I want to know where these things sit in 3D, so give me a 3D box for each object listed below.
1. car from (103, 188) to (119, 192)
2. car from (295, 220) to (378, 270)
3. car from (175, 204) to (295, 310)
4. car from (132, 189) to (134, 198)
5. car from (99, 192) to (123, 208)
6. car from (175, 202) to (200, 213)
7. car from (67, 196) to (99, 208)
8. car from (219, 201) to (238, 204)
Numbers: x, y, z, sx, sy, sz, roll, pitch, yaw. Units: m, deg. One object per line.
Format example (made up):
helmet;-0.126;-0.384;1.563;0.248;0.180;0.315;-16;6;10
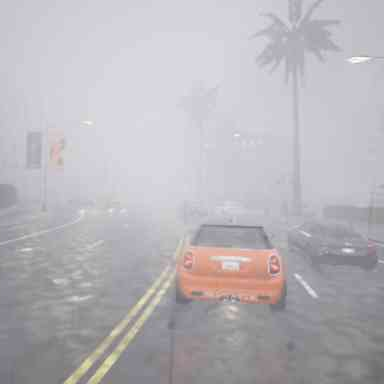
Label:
car;-18.413;0.518;79.338;4.553;1.767;2.185;2;0;31
car;4.684;1.676;11.697;1.994;1.385;4.181;2;0;4
car;0.931;1.360;8.150;2.097;1.767;4.553;2;0;6
car;-14.563;0.769;85.886;4.193;1.474;1.816;2;0;31
car;-10.280;1.119;41.295;1.882;1.535;5.008;2;0;-37
car;-0.189;1.529;28.218;1.895;1.301;4.718;2;0;-14
car;-13.053;1.126;39.158;1.895;1.301;4.718;2;0;-37
car;3.127;1.551;28.987;1.812;1.442;4.674;2;0;-14
